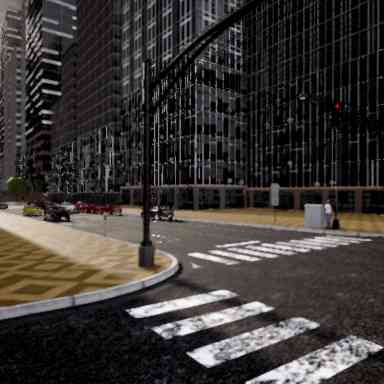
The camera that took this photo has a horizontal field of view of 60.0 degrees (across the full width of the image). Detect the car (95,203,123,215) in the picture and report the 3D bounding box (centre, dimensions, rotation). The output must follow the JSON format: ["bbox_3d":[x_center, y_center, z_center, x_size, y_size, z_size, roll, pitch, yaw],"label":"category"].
[{"bbox_3d":[-10.014,2.162,41.185,1.802,1.307,4.206,-1,0,-36],"label":"car"}]

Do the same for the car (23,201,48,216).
[{"bbox_3d":[-19.567,2.165,40.948,1.752,1.417,4.829,-1,0,-36],"label":"car"}]

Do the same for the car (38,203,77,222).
[{"bbox_3d":[-12.994,2.050,31.970,1.947,1.339,4.313,-1,0,-36],"label":"car"}]

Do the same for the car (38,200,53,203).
[{"bbox_3d":[-24.218,2.431,56.475,1.994,1.385,4.181,0,-1,-36],"label":"car"}]

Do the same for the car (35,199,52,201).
[{"bbox_3d":[-30.040,2.374,68.530,2.192,1.841,5.009,-1,0,-36],"label":"car"}]

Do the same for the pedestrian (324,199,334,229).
[{"bbox_3d":[8.582,1.355,20.845,0.375,1.860,0.375,-1,0,-36],"label":"pedestrian"}]

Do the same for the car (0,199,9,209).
[{"bbox_3d":[-36.349,2.592,63.870,2.008,1.369,4.403,-1,0,-36],"label":"car"}]

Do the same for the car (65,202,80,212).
[{"bbox_3d":[-18.354,2.252,48.473,1.812,1.442,4.674,0,-1,-36],"label":"car"}]

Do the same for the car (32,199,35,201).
[{"bbox_3d":[-33.371,2.723,73.086,1.802,1.307,4.206,-1,0,-36],"label":"car"}]

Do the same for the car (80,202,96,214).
[{"bbox_3d":[-13.352,2.204,45.742,1.887,1.381,4.507,-1,0,-36],"label":"car"}]

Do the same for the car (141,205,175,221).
[{"bbox_3d":[-3.342,1.975,32.071,2.008,1.369,4.403,-1,0,-36],"label":"car"}]

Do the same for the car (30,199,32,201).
[{"bbox_3d":[-36.713,2.538,77.644,2.192,1.841,5.009,-1,0,-36],"label":"car"}]

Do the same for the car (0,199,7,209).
[{"bbox_3d":[-39.690,2.438,68.428,2.192,1.841,5.009,-1,0,-36],"label":"car"}]
